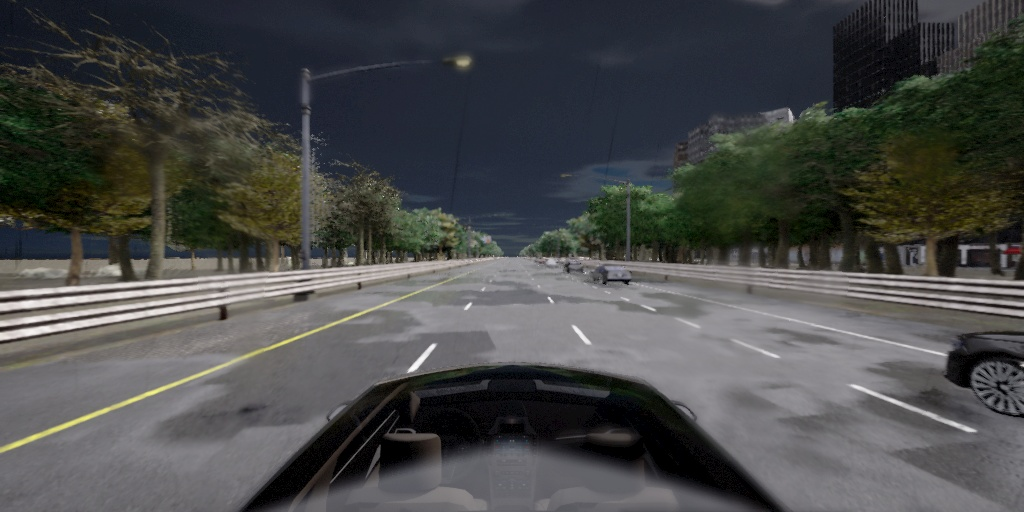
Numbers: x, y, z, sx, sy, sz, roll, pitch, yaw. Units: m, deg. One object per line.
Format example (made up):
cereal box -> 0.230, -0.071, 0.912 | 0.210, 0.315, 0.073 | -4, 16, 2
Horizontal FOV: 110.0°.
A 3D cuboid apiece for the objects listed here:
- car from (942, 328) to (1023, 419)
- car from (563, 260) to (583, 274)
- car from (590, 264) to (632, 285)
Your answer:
car -> 6.998, 1.244, 2.982 | 2.128, 1.511, 4.902 | 0, 0, 0
car -> 7.081, 1.254, 41.901 | 2.128, 1.511, 4.902 | 0, 0, 0
car -> 7.030, 1.305, 25.925 | 2.033, 1.411, 5.357 | 0, 0, 0
